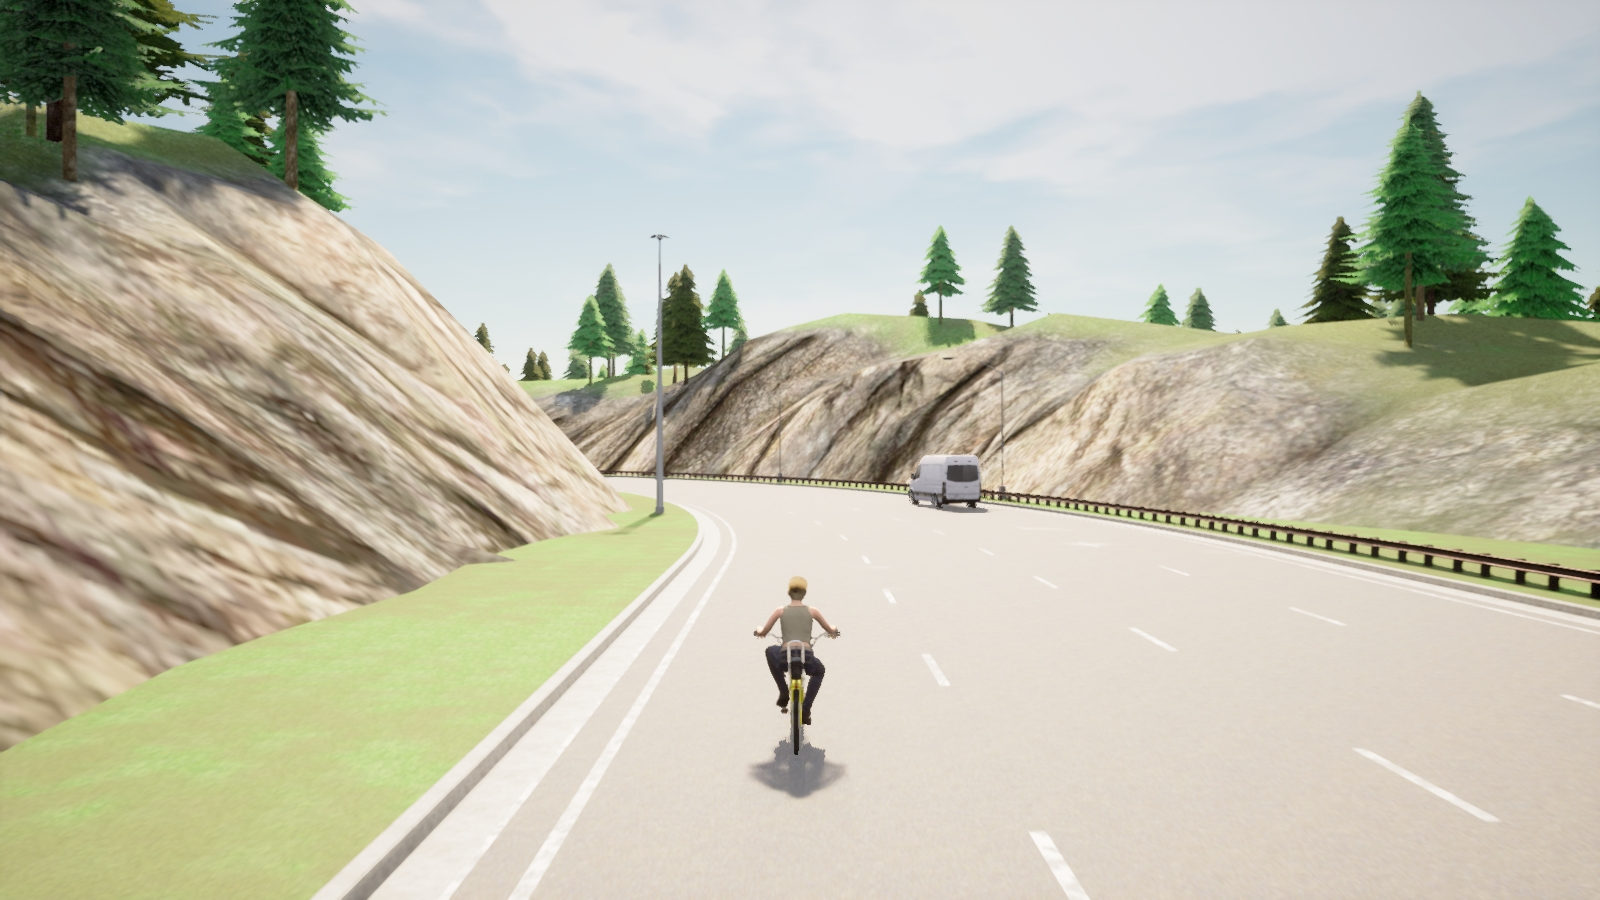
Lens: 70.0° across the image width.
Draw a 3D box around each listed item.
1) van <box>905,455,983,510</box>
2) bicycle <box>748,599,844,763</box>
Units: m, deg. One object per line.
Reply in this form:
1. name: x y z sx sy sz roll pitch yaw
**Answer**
1. van: 7.047 1.534 56.590 1.988 2.561 5.915 0 0 -12
2. bicycle: -0.031 2.158 10.936 0.859 1.276 1.487 0 0 0
